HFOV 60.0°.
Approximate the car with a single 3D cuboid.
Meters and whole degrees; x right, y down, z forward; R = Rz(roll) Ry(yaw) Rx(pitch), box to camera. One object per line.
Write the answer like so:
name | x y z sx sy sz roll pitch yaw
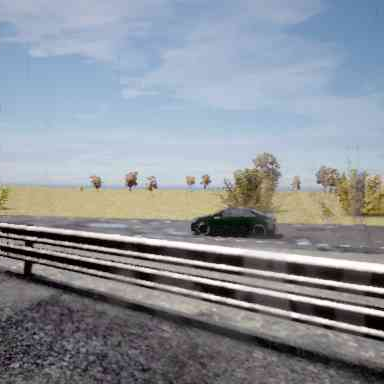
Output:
car | 2.032 1.419 16.255 4.181 1.385 1.994 0 0 20
